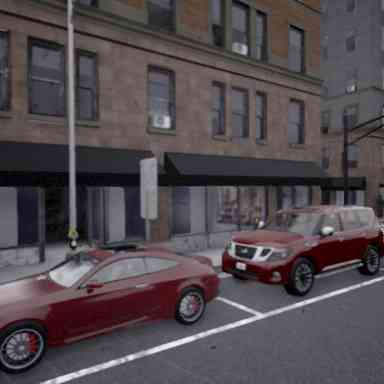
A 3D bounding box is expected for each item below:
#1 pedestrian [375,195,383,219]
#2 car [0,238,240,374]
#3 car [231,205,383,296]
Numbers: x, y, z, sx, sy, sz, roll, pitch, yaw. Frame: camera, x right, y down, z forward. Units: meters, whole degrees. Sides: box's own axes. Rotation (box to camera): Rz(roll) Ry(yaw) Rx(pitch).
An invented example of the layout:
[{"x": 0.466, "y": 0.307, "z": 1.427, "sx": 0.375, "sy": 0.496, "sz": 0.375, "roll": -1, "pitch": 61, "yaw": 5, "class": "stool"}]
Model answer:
[{"x": 14.217, "y": 1.126, "z": 25.132, "sx": 0.375, "sy": 1.860, "sz": 0.375, "roll": -1, "pitch": 1, "yaw": -36, "class": "pedestrian"}, {"x": -1.412, "y": 1.580, "z": 5.535, "sx": 4.206, "sy": 1.307, "sz": 1.802, "roll": 0, "pitch": -1, "yaw": -36, "class": "car"}, {"x": 3.129, "y": 1.307, "z": 8.781, "sx": 5.009, "sy": 1.841, "sz": 2.192, "roll": 0, "pitch": -1, "yaw": -36, "class": "car"}]
